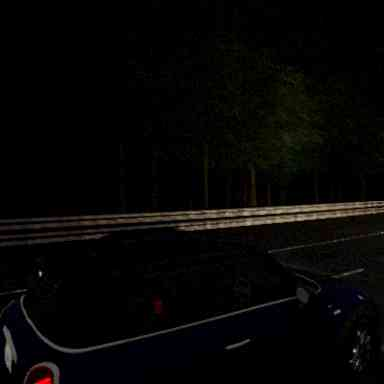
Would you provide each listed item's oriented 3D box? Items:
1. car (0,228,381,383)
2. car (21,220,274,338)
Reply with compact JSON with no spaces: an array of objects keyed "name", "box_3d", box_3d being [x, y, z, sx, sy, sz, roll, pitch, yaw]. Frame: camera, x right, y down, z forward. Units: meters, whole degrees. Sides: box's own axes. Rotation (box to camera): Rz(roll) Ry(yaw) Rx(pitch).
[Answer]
[{"name":"car","box_3d":[0.250,1.349,3.925,4.553,1.767,2.097,0,0,-36]},{"name":"car","box_3d":[-0.725,1.542,7.531,5.357,1.411,2.033,0,0,-36]}]
